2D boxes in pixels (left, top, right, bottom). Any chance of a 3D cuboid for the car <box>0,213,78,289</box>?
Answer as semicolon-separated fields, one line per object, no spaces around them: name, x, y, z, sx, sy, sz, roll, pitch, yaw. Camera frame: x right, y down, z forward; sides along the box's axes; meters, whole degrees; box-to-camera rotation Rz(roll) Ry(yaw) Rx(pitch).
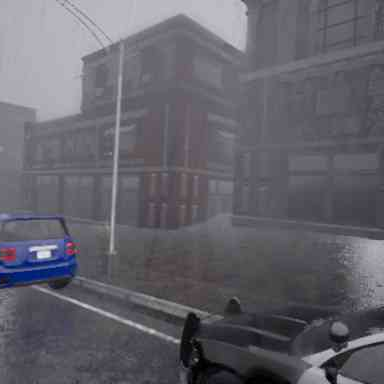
car;-5.403;1.603;9.376;5.566;2.045;2.150;-2;-4;41

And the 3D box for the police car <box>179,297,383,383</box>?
police car;2.049;1.586;2.668;5.238;1.638;1.930;-1;-3;43
